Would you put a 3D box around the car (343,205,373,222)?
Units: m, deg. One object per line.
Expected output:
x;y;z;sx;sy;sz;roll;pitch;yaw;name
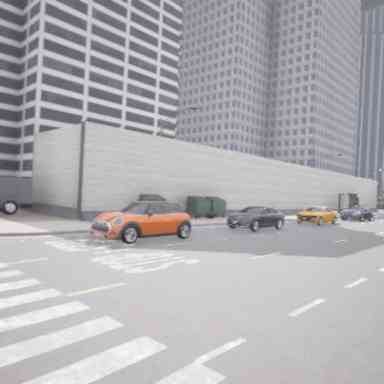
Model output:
17.665;2.175;35.608;2.097;1.767;4.553;3;0;44;car

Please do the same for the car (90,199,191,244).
-2.140;1.182;14.779;2.097;1.767;4.553;3;0;44;car

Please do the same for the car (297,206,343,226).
10.707;1.952;28.312;1.882;1.535;5.008;3;0;43;car

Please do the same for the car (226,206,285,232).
4.191;1.652;21.456;1.837;1.490;4.892;3;0;44;car
